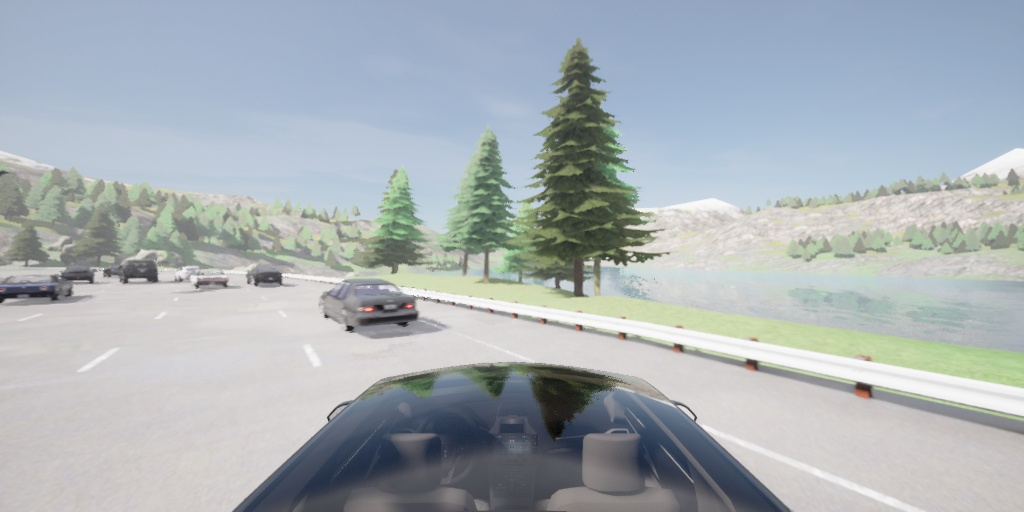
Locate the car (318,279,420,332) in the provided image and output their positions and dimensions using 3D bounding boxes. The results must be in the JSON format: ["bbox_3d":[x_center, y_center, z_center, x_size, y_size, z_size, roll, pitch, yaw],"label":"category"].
[{"bbox_3d":[-4.776,1.433,11.542,2.033,1.411,5.357,1,-1,-38],"label":"car"}]

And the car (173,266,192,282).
[{"bbox_3d":[-31.190,1.734,34.777,4.674,1.442,1.812,-1,-1,41],"label":"car"}]

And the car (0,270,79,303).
[{"bbox_3d":[-23.835,1.577,18.009,1.895,1.301,4.718,1,-1,-43],"label":"car"}]

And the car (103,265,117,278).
[{"bbox_3d":[-46.788,1.808,42.510,4.902,1.511,2.128,-1,-1,35],"label":"car"}]

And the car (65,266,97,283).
[{"bbox_3d":[-38.748,1.675,32.022,4.892,1.490,1.837,-1,-1,39],"label":"car"}]

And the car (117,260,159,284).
[{"bbox_3d":[-33.863,1.400,32.568,5.566,2.045,2.150,-1,-1,39],"label":"car"}]

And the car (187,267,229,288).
[{"bbox_3d":[-22.914,1.702,27.115,4.718,1.301,1.895,-1,-1,45],"label":"car"}]

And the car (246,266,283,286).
[{"bbox_3d":[-20.311,1.610,29.362,1.882,1.535,5.008,1,-1,-45],"label":"car"}]
